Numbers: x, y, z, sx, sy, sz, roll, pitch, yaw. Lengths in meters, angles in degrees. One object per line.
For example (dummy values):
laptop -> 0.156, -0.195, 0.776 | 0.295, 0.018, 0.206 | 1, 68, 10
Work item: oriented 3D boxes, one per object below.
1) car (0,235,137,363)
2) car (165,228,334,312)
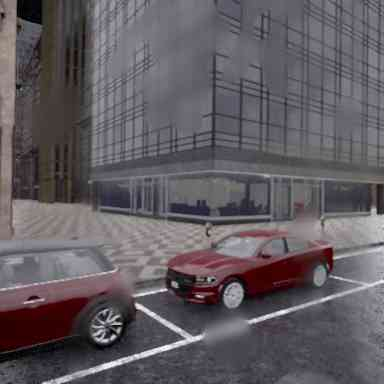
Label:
car -> -2.945, 1.441, 4.655 | 4.097, 1.590, 1.967 | 1, 0, -35
car -> 1.500, 1.590, 7.822 | 4.507, 1.381, 1.887 | 1, 0, -35
